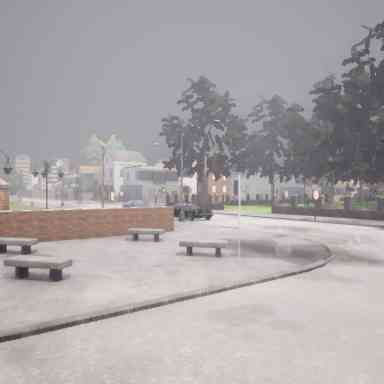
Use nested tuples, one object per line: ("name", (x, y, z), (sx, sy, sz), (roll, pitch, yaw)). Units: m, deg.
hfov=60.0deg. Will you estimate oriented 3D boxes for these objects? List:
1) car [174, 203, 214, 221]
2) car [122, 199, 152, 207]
("car", (-0.302, 1.601, 27.379), (1.895, 1.301, 4.718), (0, 0, -35))
("car", (-5.825, 1.526, 35.192), (1.812, 1.442, 4.674), (0, 0, -35))
